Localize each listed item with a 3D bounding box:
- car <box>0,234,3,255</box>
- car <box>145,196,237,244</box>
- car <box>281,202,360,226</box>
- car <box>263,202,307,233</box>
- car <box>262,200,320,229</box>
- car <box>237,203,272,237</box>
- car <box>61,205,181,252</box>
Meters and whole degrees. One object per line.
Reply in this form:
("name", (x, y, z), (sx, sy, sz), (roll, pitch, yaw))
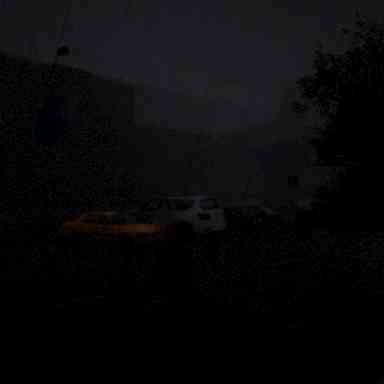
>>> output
("car", (-8.328, 1.241, 10.596), (5.566, 2.045, 2.435), (-1, -1, 35))
("car", (-1.043, 1.222, 15.849), (5.566, 2.045, 2.435), (-1, 0, 35))
("car", (8.766, 1.421, 22.804), (4.674, 1.452, 2.002), (-1, -1, 35))
("car", (3.880, 1.479, 19.323), (4.674, 1.452, 2.002), (-1, -1, 35))
("car", (6.296, 1.284, 21.081), (4.553, 1.767, 2.185), (-1, -1, 35))
("car", (1.403, 1.486, 17.587), (4.792, 1.488, 2.163), (-1, 0, 35))
("car", (-3.310, 1.478, 13.987), (5.366, 1.575, 1.946), (-1, -1, 35))
